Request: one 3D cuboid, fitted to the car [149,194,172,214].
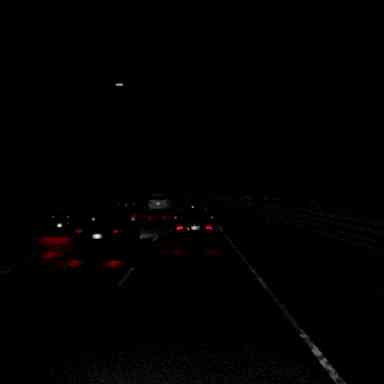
[{"bbox_3d":[-3.409,1.235,36.445,2.150,2.045,5.566,0,0,0],"label":"car"}]

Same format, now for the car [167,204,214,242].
[{"bbox_3d":[0.091,1.547,16.336,2.033,1.411,5.357,0,0,0],"label":"car"}]

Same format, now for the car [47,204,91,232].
[{"bbox_3d":[-6.908,1.479,19.771,1.837,1.490,4.892,0,0,0],"label":"car"}]

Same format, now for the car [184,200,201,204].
[{"bbox_3d":[0.083,1.580,37.930,1.994,1.385,4.181,0,0,0],"label":"car"}]

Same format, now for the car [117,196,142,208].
[{"bbox_3d":[-6.907,1.358,37.007,2.097,1.767,4.553,1,0,0],"label":"car"}]

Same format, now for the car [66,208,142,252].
[{"bbox_3d":[-3.407,1.562,13.946,1.994,1.385,4.181,0,0,0],"label":"car"}]
